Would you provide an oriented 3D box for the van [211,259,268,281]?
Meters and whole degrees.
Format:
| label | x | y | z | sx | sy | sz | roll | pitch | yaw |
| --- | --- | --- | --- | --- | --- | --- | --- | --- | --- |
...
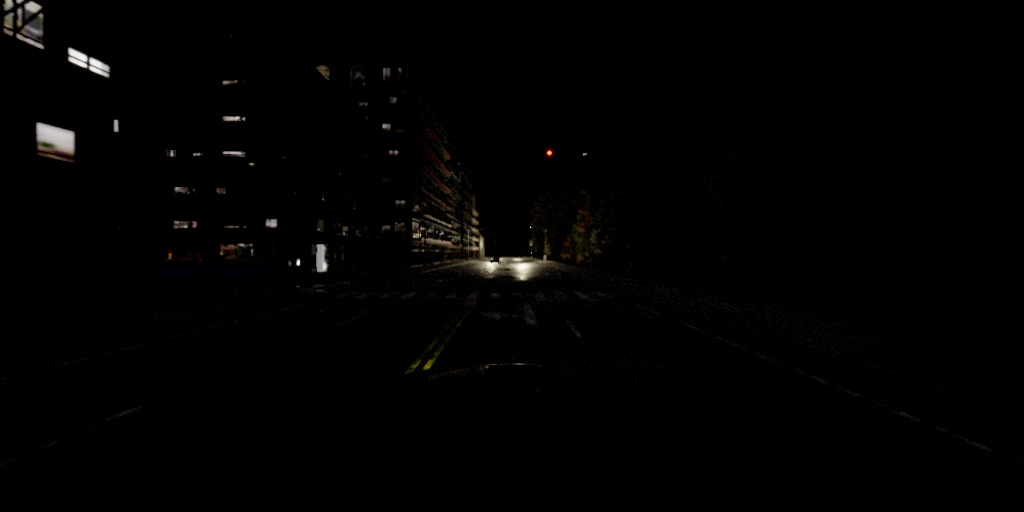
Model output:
| label | x | y | z | sx | sy | sz | roll | pitch | yaw |
| --- | --- | --- | --- | --- | --- | --- | --- | --- | --- |
| van | -22.709 | 1.115 | 29.965 | 3.998 | 1.789 | 1.690 | 0 | 0 | -1 |

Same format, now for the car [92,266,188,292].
| label | x | y | z | sx | sy | sz | roll | pitch | yaw |
| --- | --- | --- | --- | --- | --- | --- | --- | --- | --- |
| car | -22.624 | 1.458 | 21.619 | 4.207 | 1.307 | 1.802 | 0 | 0 | -1 |

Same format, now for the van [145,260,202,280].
| label | x | y | z | sx | sy | sz | roll | pitch | yaw |
| --- | --- | --- | --- | --- | --- | --- | --- | --- | --- |
| van | -28.310 | 1.189 | 29.891 | 3.998 | 1.789 | 1.690 | 0 | 0 | -1 |
